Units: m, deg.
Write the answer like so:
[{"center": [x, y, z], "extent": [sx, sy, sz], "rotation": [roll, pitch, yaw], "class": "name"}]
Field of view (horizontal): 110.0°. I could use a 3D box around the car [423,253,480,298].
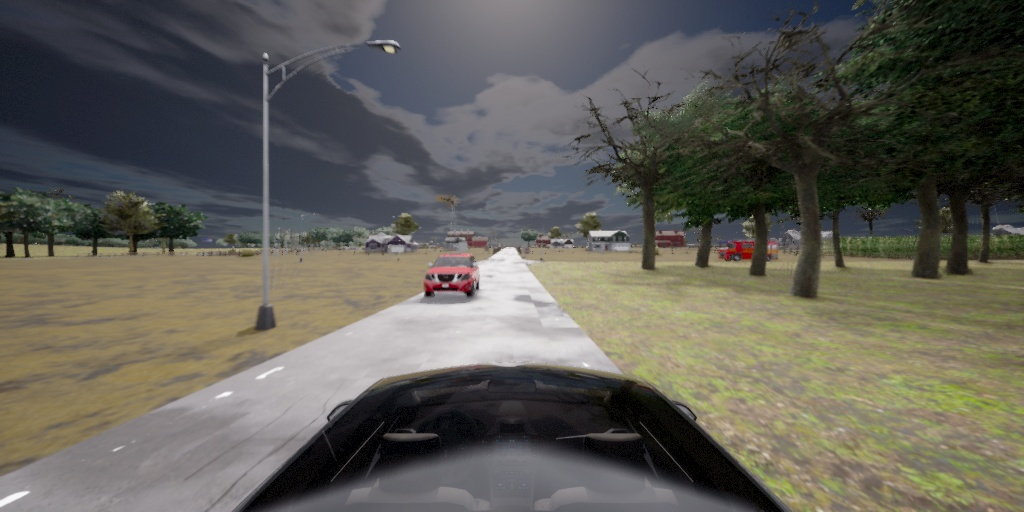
[{"center": [-2.854, 0.885, 18.159], "extent": [2.150, 2.045, 5.566], "rotation": [0, 1, 0], "class": "car"}]
